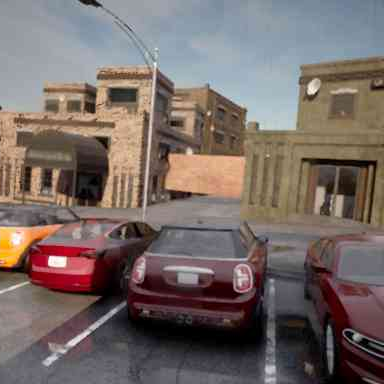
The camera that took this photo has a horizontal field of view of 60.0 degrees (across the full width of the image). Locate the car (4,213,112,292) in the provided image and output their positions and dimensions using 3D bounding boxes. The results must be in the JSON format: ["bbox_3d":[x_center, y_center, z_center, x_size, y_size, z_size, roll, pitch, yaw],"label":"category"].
[{"bbox_3d":[-1.995,1.385,8.572,2.163,1.488,4.792,1,0,14],"label":"car"}]

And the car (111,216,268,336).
[{"bbox_3d":[0.446,1.284,6.876,2.185,1.767,4.553,1,0,14],"label":"car"}]

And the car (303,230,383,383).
[{"bbox_3d":[2.911,1.465,5.272,2.097,1.535,5.008,2,0,14],"label":"car"}]

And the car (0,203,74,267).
[{"bbox_3d":[-4.461,1.174,10.150,2.185,1.767,4.553,1,0,14],"label":"car"}]
